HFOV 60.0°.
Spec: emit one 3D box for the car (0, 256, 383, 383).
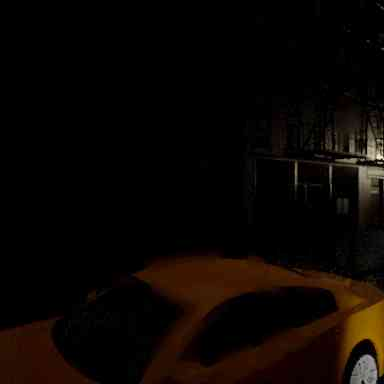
[{"bbox_3d":[0.011,1.489,3.264,5.008,1.535,1.882,0,0,-35],"label":"car"}]
